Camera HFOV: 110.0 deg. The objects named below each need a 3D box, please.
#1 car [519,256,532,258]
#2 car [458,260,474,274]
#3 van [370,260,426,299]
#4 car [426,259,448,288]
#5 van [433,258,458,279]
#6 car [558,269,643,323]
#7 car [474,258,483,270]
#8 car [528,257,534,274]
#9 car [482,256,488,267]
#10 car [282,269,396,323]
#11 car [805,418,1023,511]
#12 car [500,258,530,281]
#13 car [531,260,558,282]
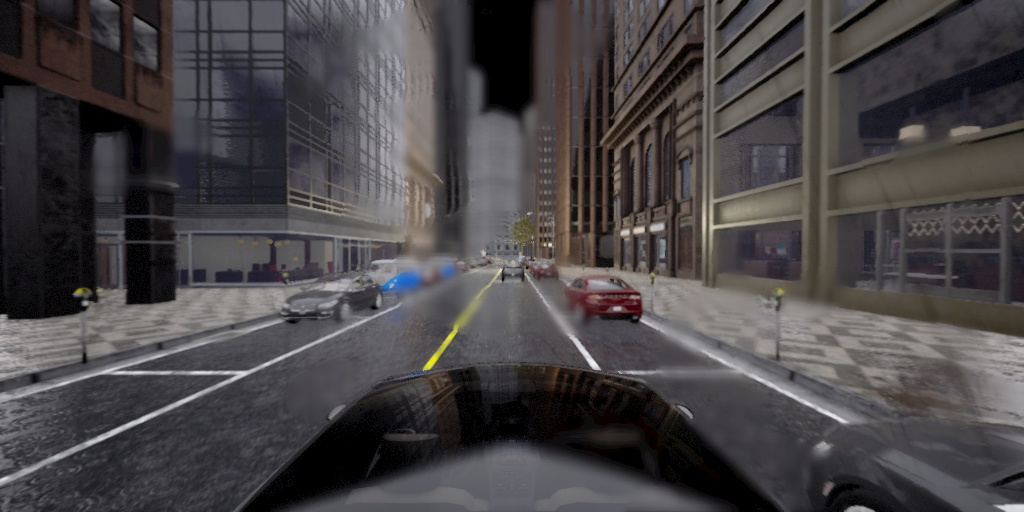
[{"bbox_3d":[2.820,0.957,62.534,2.192,1.841,5.009,0,0,0],"label":"car"},{"bbox_3d":[-5.692,1.274,40.027,1.802,1.307,4.207,0,0,0],"label":"car"},{"bbox_3d":[-5.679,1.071,17.527,1.690,1.789,3.998,0,0,0],"label":"van"},{"bbox_3d":[-5.683,1.162,23.153,1.967,1.591,4.097,0,0,0],"label":"car"},{"bbox_3d":[-5.686,1.054,28.778,1.690,1.789,3.998,0,0,0],"label":"van"},{"bbox_3d":[2.849,1.283,11.912,1.888,1.381,4.507,0,0,0],"label":"car"},{"bbox_3d":[-5.698,1.234,51.277,1.948,1.339,4.313,0,0,0],"label":"car"},{"bbox_3d":[2.837,1.144,34.411,1.967,1.591,4.097,0,0,0],"label":"car"},{"bbox_3d":[-5.705,1.207,62.526,1.948,1.339,4.313,0,0,0],"label":"car"},{"bbox_3d":[-5.676,1.288,11.903,2.007,1.370,4.403,0,0,0],"label":"car"},{"bbox_3d":[2.856,1.302,0.664,2.007,1.370,4.403,0,0,0],"label":"car"},{"bbox_3d":[0.083,1.205,29.331,2.128,1.511,4.902,0,0,0],"label":"car"},{"bbox_3d":[2.840,1.259,28.786,1.888,1.381,4.507,0,0,0],"label":"car"}]
